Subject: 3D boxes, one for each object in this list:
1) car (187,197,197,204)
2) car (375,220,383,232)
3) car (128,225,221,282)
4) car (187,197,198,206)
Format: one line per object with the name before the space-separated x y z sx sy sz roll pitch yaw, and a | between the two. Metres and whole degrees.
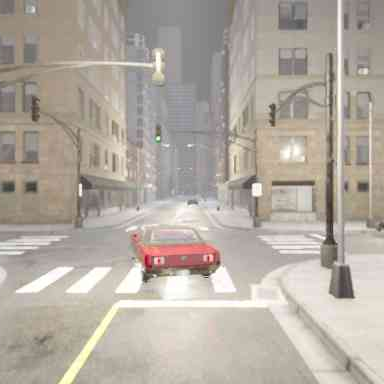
car | 0.027 1.752 68.762 1.895 1.301 4.718 0 0 0
car | 12.177 1.555 16.451 5.357 1.411 2.033 0 0 3
car | -0.798 1.627 9.993 1.895 1.301 4.718 0 0 -16
car | 0.118 1.662 58.834 1.812 1.442 4.674 0 0 0
